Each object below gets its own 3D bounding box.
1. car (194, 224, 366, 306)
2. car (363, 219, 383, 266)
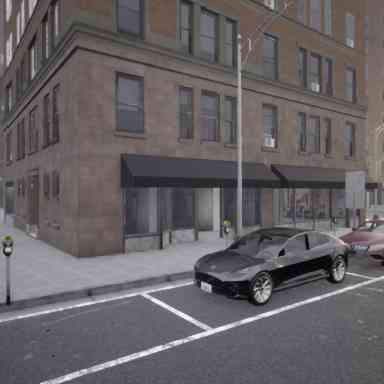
[{"bbox_3d":[2.058,1.566,8.037,4.313,1.339,1.947,0,0,-36],"label":"car"},{"bbox_3d":[6.519,1.582,11.256,4.206,1.307,1.802,0,0,-36],"label":"car"}]
